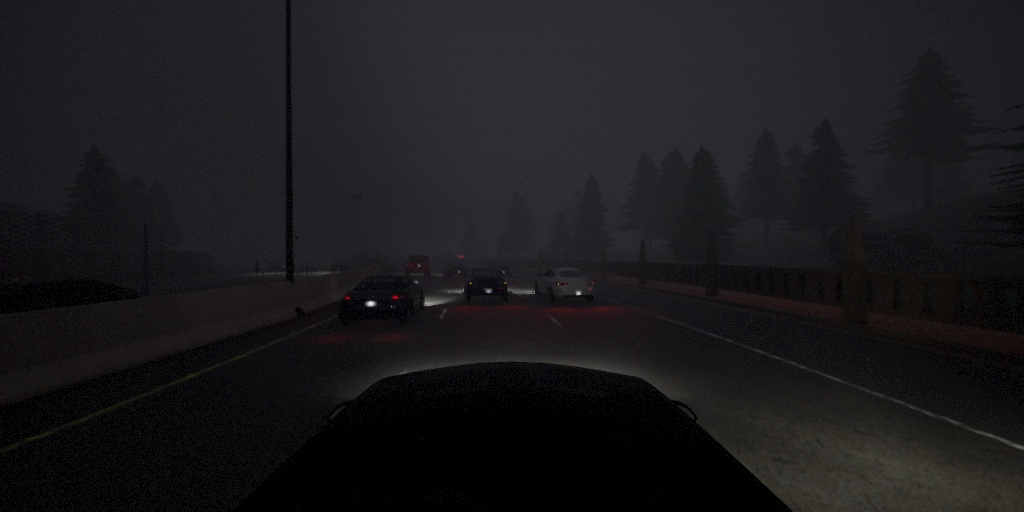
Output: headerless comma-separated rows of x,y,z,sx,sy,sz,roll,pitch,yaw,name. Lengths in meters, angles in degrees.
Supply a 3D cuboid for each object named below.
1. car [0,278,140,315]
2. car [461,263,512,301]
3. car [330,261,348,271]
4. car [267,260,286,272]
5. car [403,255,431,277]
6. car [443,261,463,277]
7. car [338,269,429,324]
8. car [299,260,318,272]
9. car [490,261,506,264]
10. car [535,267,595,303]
-10.971,1.280,7.832,1.837,1.490,4.892,0,0,-5,car
-1.310,1.240,16.984,1.812,1.442,4.674,0,0,-9,car
-23.224,1.316,48.143,1.895,1.301,4.718,0,0,-30,car
-29.801,1.225,45.530,1.882,1.535,5.008,0,0,-30,car
-8.896,0.921,33.633,2.150,2.045,5.566,0,0,-18,car
-5.440,1.210,34.126,1.812,1.442,4.674,0,0,-18,car
-4.170,1.302,12.021,1.994,1.385,4.181,0,0,-6,car
-26.333,1.257,46.510,1.812,1.442,4.674,0,0,-30,car
-1.383,1.198,32.919,1.812,1.442,4.674,0,0,-17,car
2.305,1.228,16.433,1.812,1.442,4.674,0,0,-8,car
